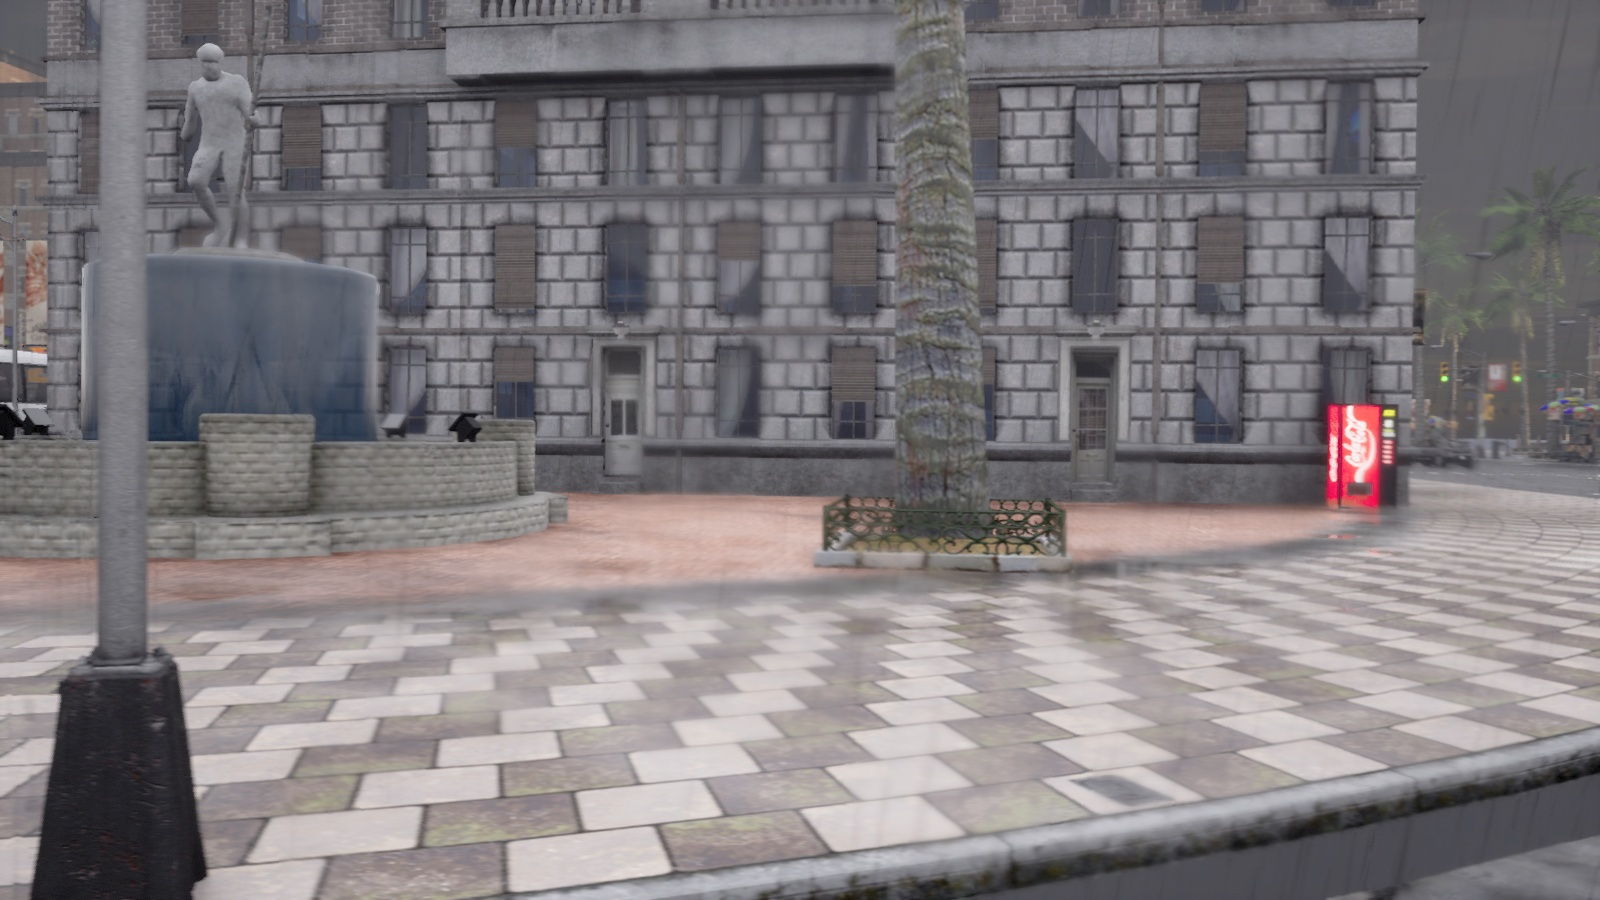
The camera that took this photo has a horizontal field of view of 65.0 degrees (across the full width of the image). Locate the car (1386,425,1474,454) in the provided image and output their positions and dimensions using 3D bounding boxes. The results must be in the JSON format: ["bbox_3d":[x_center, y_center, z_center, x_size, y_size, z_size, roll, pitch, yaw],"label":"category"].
[{"bbox_3d":[33.267,-0.551,66.424,1.816,1.474,4.193,-1,1,-15],"label":"car"}]

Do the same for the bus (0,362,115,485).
[{"bbox_3d":[-29.538,-0.904,44.424,3.944,4.253,10.273,-1,1,8],"label":"bus"}]
